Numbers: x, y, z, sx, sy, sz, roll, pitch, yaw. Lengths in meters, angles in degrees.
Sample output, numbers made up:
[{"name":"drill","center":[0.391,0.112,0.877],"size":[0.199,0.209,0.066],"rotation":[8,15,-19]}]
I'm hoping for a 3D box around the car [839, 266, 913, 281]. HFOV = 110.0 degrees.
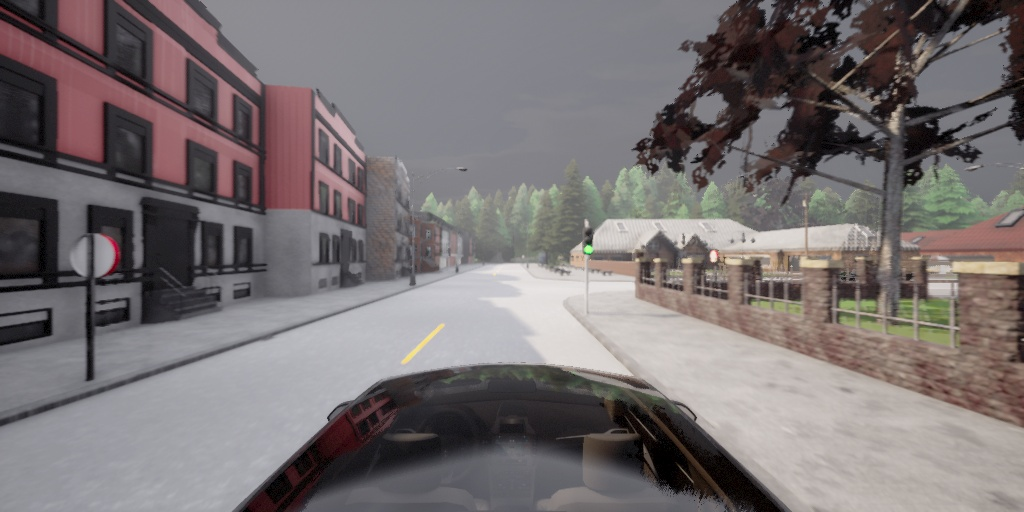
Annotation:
[{"name":"car","center":[26.598,1.401,26.733],"size":[4.718,1.301,1.895],"rotation":[0,0,0]}]
